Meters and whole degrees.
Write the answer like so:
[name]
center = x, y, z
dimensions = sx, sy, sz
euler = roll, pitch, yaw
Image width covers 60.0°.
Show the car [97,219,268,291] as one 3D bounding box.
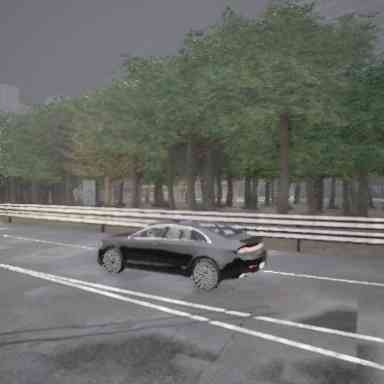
[car]
center = -0.431, 1.499, 9.021
dimensions = 4.902, 1.511, 2.128
euler = 0, 0, 31
